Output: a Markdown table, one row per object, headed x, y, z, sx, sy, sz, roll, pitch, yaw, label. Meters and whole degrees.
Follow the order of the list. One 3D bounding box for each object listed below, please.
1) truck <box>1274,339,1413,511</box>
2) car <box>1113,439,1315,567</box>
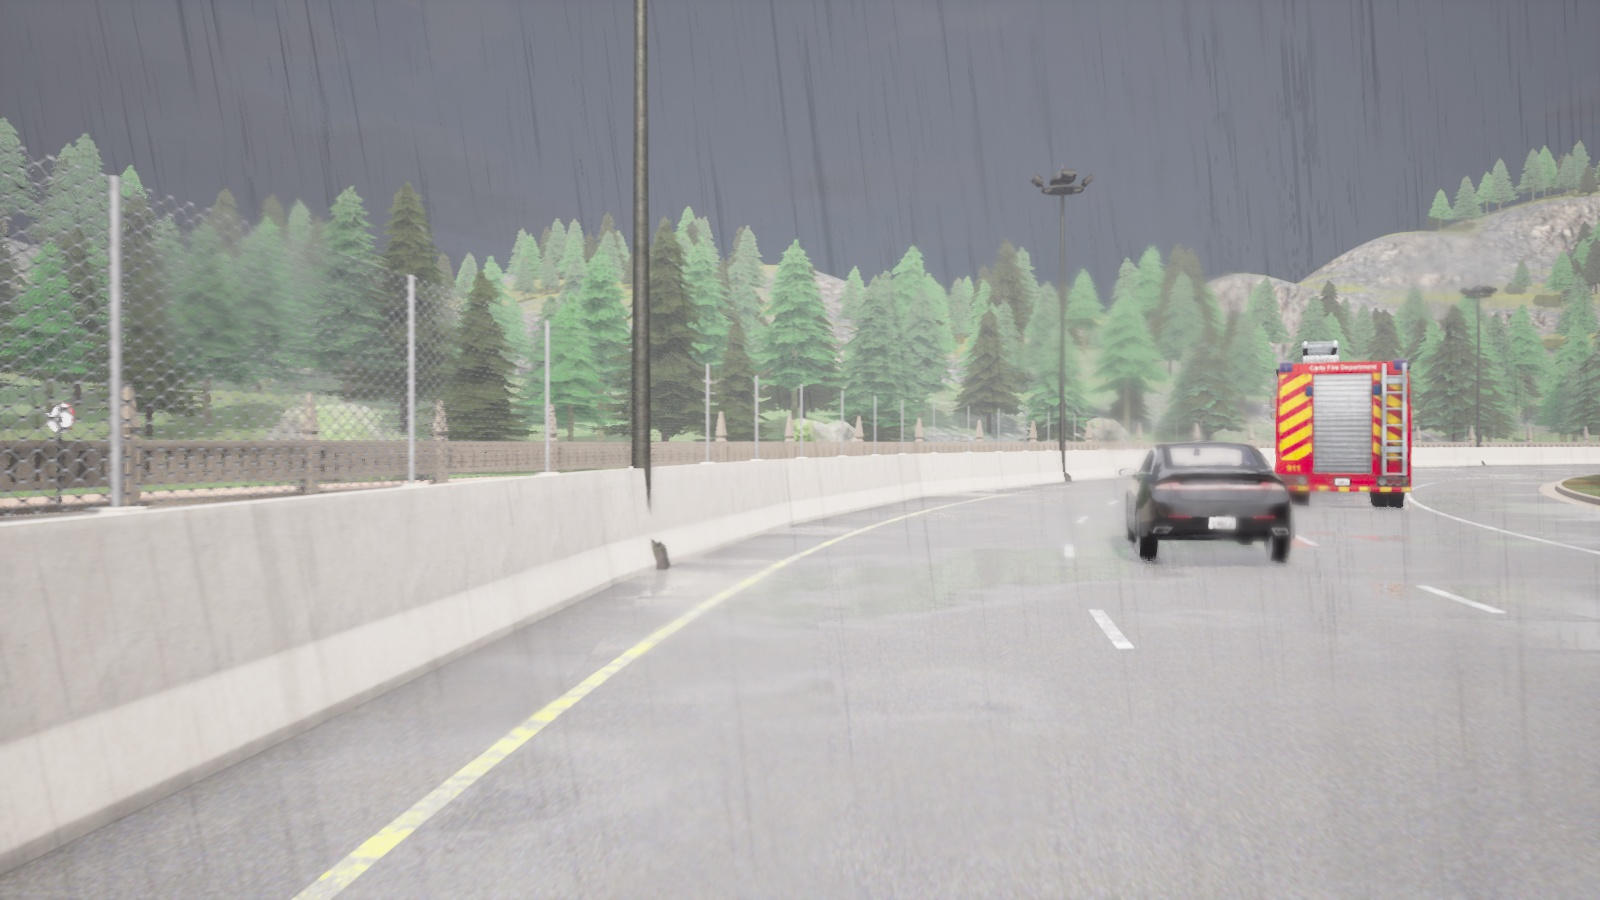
| x | y | z | sx | sy | sz | roll | pitch | yaw | label |
| --- | --- | --- | --- | --- | --- | --- | --- | --- | --- |
| 13.892 | -0.582 | 32.448 | 2.891 | 3.827 | 8.468 | 0 | 0 | 22 | truck |
| 5.535 | 0.612 | 17.411 | 2.128 | 1.511 | 4.902 | 0 | 0 | 12 | car |
